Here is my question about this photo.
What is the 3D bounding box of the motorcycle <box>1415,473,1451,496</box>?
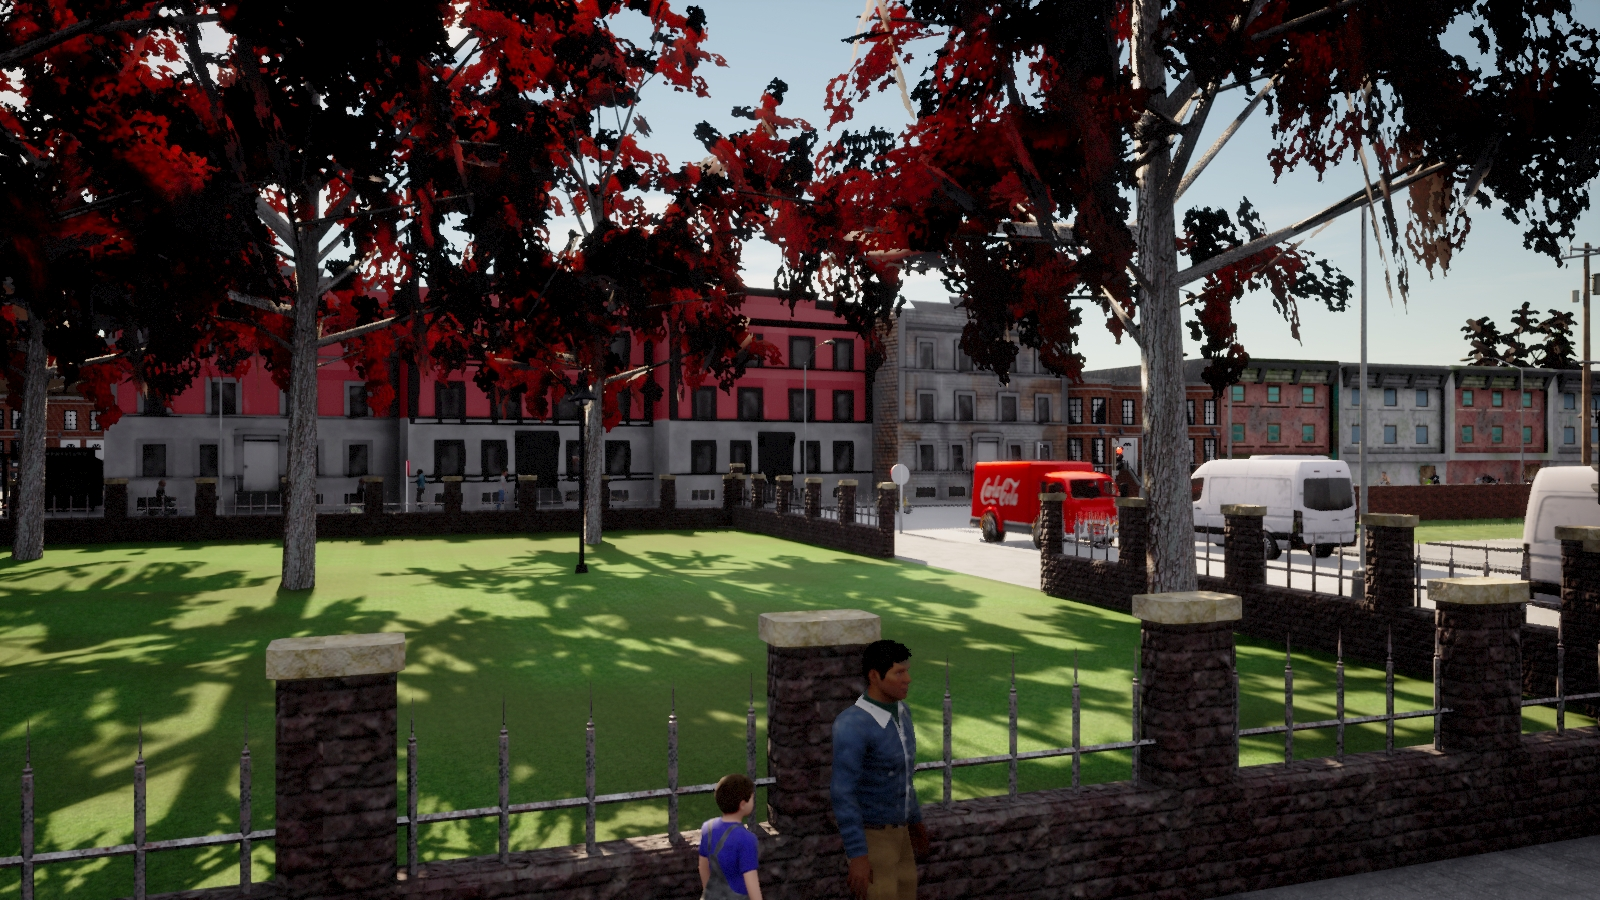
[{"bbox_3d":[36.002,1.962,64.979,1.805,1.236,0.856,0,0,-20],"label":"motorcycle"}]

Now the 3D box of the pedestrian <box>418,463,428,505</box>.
[{"bbox_3d":[-16.770,1.522,50.784,0.375,1.860,0.375,0,0,-12],"label":"pedestrian"}]

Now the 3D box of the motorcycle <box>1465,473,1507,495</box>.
[{"bbox_3d":[39.853,1.985,66.375,2.209,1.251,0.867,0,0,-20],"label":"motorcycle"}]

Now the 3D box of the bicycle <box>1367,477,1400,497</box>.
[{"bbox_3d":[32.543,2.036,63.766,1.487,1.080,0.859,0,0,-20],"label":"bicycle"}]

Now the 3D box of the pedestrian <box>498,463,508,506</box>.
[{"bbox_3d":[-13.010,1.524,50.094,0.375,1.860,0.375,0,0,-10],"label":"pedestrian"}]

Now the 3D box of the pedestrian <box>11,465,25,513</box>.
[{"bbox_3d":[-30.607,1.524,44.711,0.375,1.860,0.375,0,0,-18],"label":"pedestrian"}]

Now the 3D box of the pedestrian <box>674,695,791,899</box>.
[{"bbox_3d":[-0.305,1.806,5.131,0.375,1.300,0.375,0,0,-40],"label":"pedestrian"}]

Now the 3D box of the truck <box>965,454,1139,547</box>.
[{"bbox_3d":[7.203,1.349,33.339,2.627,2.467,5.204,0,0,-19],"label":"truck"}]

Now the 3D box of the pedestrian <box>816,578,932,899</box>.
[{"bbox_3d":[0.331,1.526,5.071,0.375,1.860,0.375,0,0,36],"label":"pedestrian"}]

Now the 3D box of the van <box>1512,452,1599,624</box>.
[{"bbox_3d":[13.369,1.315,15.902,1.988,2.561,5.915,0,0,-20],"label":"van"}]
